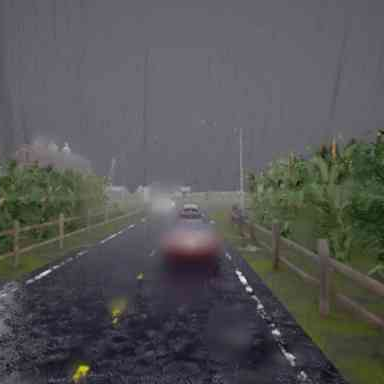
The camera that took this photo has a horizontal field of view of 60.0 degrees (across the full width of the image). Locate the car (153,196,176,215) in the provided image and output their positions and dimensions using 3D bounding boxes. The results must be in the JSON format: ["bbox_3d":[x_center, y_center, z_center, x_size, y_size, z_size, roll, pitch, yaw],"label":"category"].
[{"bbox_3d":[-2.976,1.443,36.715,2.150,2.045,5.566,0,-1,0],"label":"car"}]

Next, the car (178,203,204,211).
[{"bbox_3d":[-0.099,1.668,27.467,1.837,1.490,4.892,0,0,0],"label":"car"}]

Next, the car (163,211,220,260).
[{"bbox_3d":[-0.016,1.641,12.831,1.994,1.385,4.181,0,0,0],"label":"car"}]
